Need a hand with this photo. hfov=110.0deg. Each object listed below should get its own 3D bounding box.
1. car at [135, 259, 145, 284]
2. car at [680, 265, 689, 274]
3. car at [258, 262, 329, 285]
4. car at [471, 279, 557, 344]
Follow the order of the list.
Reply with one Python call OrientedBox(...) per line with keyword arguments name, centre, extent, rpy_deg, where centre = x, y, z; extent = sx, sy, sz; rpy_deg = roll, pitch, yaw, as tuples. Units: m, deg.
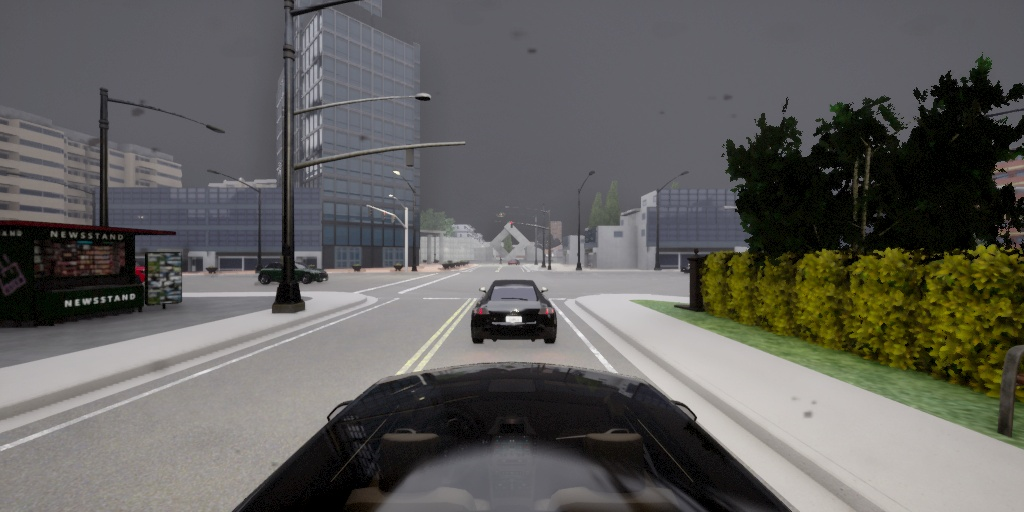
OrientedBox(name="car", centre=(-29.214, 1.235, 27.071), extent=(5.566, 2.045, 2.150), rpy_deg=(-1, 0, 0))
OrientedBox(name="car", centre=(20.347, 1.266, 38.369), extent=(4.181, 1.385, 1.994), rpy_deg=(0, 0, -2))
OrientedBox(name="car", centre=(-16.494, 1.210, 27.224), extent=(4.553, 1.767, 2.097), rpy_deg=(-1, 0, -1))
OrientedBox(name="car", centre=(0.045, 1.314, 9.637), extent=(1.994, 1.385, 4.181), rpy_deg=(0, 0, 0))
